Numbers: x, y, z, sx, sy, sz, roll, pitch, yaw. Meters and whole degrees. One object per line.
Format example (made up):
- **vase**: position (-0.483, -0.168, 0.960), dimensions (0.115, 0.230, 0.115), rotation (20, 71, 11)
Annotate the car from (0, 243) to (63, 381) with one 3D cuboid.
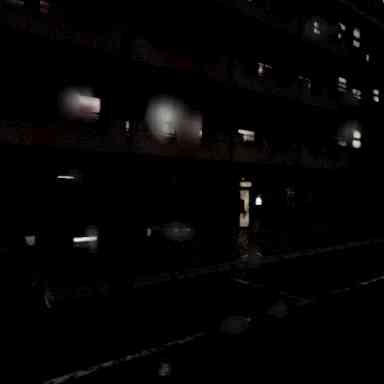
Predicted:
- **car**: position (-3.809, 1.443, 3.834), dimensions (4.097, 1.590, 1.967), rotation (0, 1, -35)
